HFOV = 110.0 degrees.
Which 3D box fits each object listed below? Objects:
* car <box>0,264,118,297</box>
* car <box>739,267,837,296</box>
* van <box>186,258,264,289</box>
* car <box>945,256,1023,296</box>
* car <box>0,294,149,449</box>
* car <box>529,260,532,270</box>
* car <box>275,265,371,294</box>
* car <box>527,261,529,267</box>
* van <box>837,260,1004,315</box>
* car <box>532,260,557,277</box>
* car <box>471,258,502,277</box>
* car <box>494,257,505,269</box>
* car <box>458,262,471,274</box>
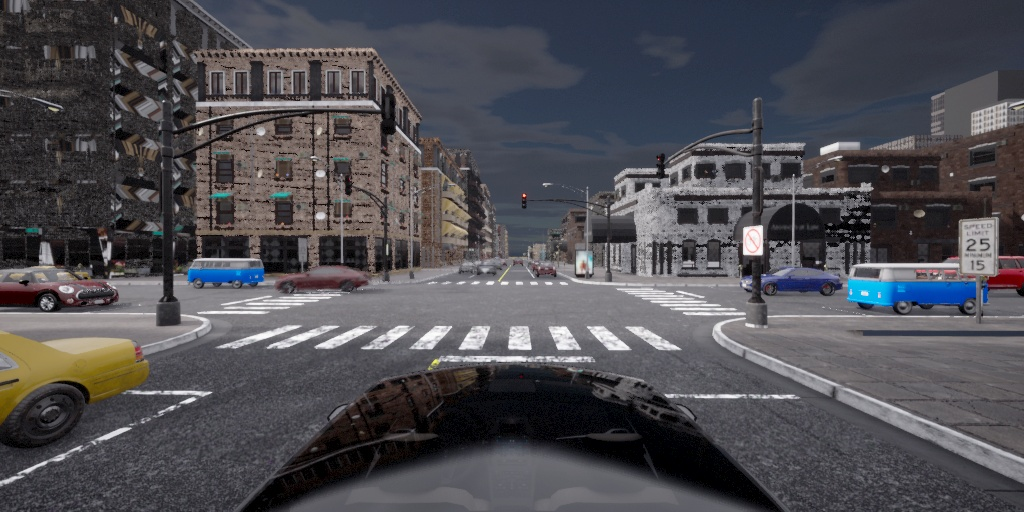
[{"bbox_3d":[-17.529,1.190,13.506,4.097,1.591,1.967,0,0,1],"label":"car"},{"bbox_3d":[14.688,1.298,18.982,4.674,1.442,1.812,0,0,2],"label":"car"},{"bbox_3d":[-17.430,1.030,21.886,3.998,1.789,1.690,0,0,1],"label":"van"},{"bbox_3d":[24.350,1.019,18.891,5.566,2.045,2.150,0,0,0],"label":"car"},{"bbox_3d":[-5.681,1.275,2.609,1.751,1.417,4.829,0,0,1],"label":"car"},{"bbox_3d":[3.445,1.347,46.491,1.802,1.307,4.207,0,0,1],"label":"car"},{"bbox_3d":[-10.184,1.244,19.563,4.674,1.442,1.812,0,1,-11],"label":"car"},{"bbox_3d":[3.542,1.321,52.187,2.007,1.370,4.403,0,0,1],"label":"car"},{"bbox_3d":[14.849,1.156,13.198,3.998,1.789,1.690,0,0,1],"label":"van"},{"bbox_3d":[3.253,1.195,35.099,1.967,1.591,4.097,0,0,1],"label":"car"},{"bbox_3d":[-2.513,1.249,36.516,2.128,1.511,4.902,0,0,1],"label":"car"},{"bbox_3d":[-2.291,1.267,49.412,1.837,1.490,4.892,0,1,1],"label":"car"},{"bbox_3d":[-5.031,1.311,40.924,2.007,1.370,4.403,0,0,1],"label":"car"}]
